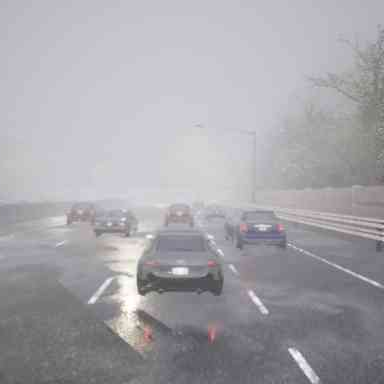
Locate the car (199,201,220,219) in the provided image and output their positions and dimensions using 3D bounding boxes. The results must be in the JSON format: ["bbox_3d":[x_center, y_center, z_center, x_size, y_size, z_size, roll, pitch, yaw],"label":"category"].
[{"bbox_3d":[2.157,1.930,32.408,2.033,1.411,5.357,1,-1,-2],"label":"car"}]

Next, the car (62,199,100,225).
[{"bbox_3d":[-7.981,1.515,25.639,2.097,1.767,4.553,1,-1,-2],"label":"car"}]

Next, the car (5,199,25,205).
[{"bbox_3d":[-26.642,1.726,51.151,2.033,1.411,5.357,1,-1,-2],"label":"car"}]

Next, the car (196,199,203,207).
[{"bbox_3d":[1.134,2.013,58.346,2.097,1.767,4.553,1,-1,-2],"label":"car"}]

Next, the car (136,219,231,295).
[{"bbox_3d":[-0.322,1.657,9.015,1.994,1.385,4.181,1,-1,-2],"label":"car"}]

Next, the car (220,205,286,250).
[{"bbox_3d":[2.819,1.562,15.733,2.097,1.767,4.553,1,-1,-2],"label":"car"}]

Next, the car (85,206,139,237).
[{"bbox_3d":[-4.225,1.694,19.139,2.033,1.411,5.357,1,-1,-2],"label":"car"}]

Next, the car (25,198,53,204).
[{"bbox_3d":[-23.162,1.722,51.431,2.128,1.511,4.902,1,-1,-2],"label":"car"}]

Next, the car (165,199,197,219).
[{"bbox_3d":[-0.987,1.619,25.913,2.097,1.767,4.553,1,-1,-2],"label":"car"}]
